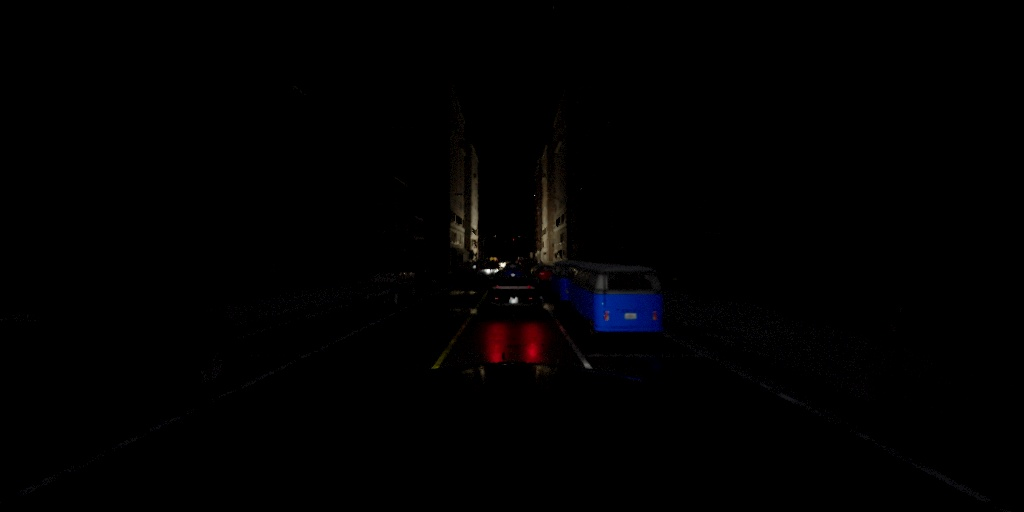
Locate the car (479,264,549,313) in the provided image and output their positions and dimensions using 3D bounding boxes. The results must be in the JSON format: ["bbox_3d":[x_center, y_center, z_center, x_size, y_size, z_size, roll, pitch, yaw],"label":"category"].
[{"bbox_3d":[0.072,1.252,14.124,2.128,1.511,4.902,0,0,0],"label":"car"}]

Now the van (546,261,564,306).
[{"bbox_3d":[2.640,1.101,15.502,1.690,1.789,3.998,0,0,0],"label":"van"}]

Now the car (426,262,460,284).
[{"bbox_3d":[-5.384,1.334,26.867,1.948,1.339,4.313,0,0,0],"label":"car"}]

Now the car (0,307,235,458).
[{"bbox_3d":[-5.387,1.318,4.138,1.948,1.339,4.313,0,0,0],"label":"car"}]

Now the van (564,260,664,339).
[{"bbox_3d":[2.639,1.097,9.819,1.690,1.789,3.998,0,0,0],"label":"van"}]

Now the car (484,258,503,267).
[{"bbox_3d":[-2.814,1.348,52.787,1.994,1.385,4.181,0,0,0],"label":"car"}]

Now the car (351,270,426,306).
[{"bbox_3d":[-5.385,1.311,15.503,2.007,1.370,4.403,0,0,0],"label":"car"}]

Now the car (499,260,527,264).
[{"bbox_3d":[0.079,1.296,30.128,1.812,1.442,4.674,0,0,0],"label":"car"}]

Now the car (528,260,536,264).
[{"bbox_3d":[2.642,1.297,32.719,1.751,1.417,4.829,0,0,0],"label":"car"}]

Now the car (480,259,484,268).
[{"bbox_3d":[-5.380,1.327,49.597,1.888,1.381,4.507,0,0,0],"label":"car"}]

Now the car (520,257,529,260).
[{"bbox_3d":[2.646,1.225,55.278,1.967,1.591,4.097,0,0,0],"label":"car"}]

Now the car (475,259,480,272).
[{"bbox_3d":[-5.381,1.329,43.914,2.007,1.370,4.403,0,0,0],"label":"car"}]

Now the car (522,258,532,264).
[{"bbox_3d":[2.645,1.327,49.596,1.888,1.381,4.507,0,0,0],"label":"car"}]

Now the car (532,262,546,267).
[{"bbox_3d":[2.642,1.350,26.866,1.802,1.307,4.207,0,0,0],"label":"car"}]

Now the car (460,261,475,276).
[{"bbox_3d":[-5.382,1.320,38.232,1.888,1.381,4.507,0,0,0],"label":"car"}]
